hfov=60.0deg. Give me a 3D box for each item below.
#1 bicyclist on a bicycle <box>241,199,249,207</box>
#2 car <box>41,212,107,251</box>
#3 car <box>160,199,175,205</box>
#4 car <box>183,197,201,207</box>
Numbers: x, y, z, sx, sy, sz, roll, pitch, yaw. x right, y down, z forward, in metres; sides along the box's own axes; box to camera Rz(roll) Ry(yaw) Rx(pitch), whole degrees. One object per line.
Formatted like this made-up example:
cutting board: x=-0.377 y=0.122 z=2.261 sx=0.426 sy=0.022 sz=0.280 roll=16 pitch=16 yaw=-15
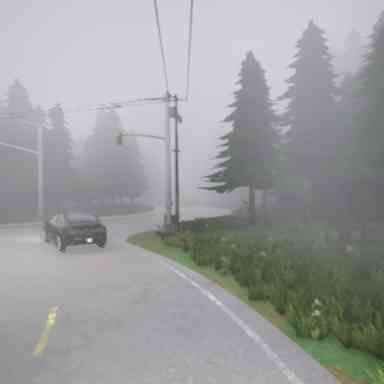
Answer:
bicyclist on a bicycle: x=4.955 y=1.478 z=31.216 sx=1.656 sy=1.620 sz=0.582 roll=-5 pitch=-2 yaw=19
car: x=-5.376 y=1.651 z=14.976 sx=1.837 sy=1.490 sz=4.892 roll=0 pitch=-1 yaw=-35
car: x=-4.624 y=2.019 z=67.991 sx=1.895 sy=1.301 sz=4.718 roll=0 pitch=0 yaw=-38
car: x=-0.066 y=1.669 z=59.114 sx=2.097 sy=1.767 sz=4.553 roll=-1 pitch=0 yaw=-17
